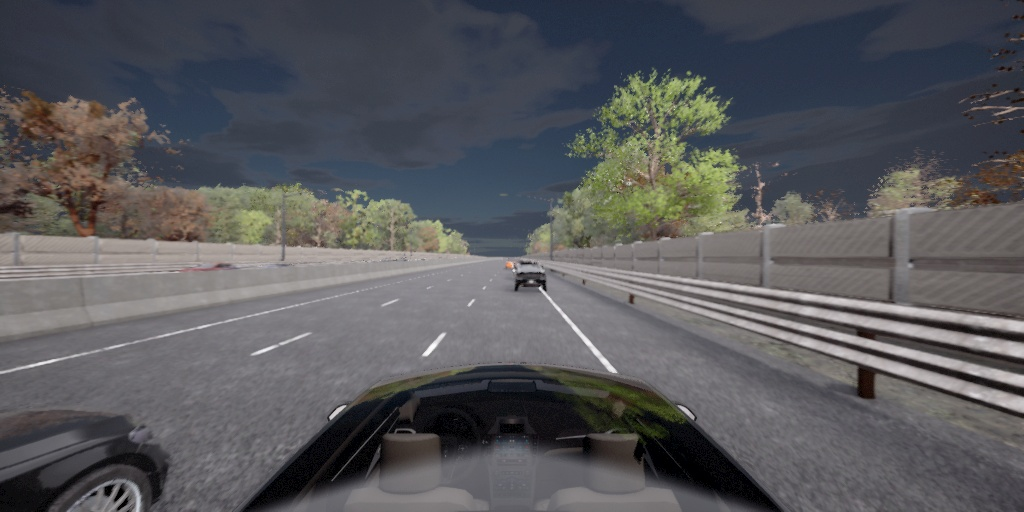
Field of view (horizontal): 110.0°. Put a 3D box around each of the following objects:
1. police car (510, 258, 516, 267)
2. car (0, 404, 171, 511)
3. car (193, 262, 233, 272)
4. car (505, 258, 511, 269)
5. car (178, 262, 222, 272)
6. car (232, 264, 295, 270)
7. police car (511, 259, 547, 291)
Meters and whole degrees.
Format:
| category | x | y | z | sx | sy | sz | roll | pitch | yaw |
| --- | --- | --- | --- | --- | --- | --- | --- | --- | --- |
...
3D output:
| category | x | y | z | sx | sy | sz | roll | pitch | yaw |
| --- | --- | --- | --- | --- | --- | --- | --- | --- | --- |
| police car | 1.057 | 1.199 | 32.171 | 1.930 | 1.638 | 5.238 | 0 | 0 | 0 |
| car | -3.401 | 1.275 | 0.616 | 1.812 | 1.442 | 4.674 | 0 | 0 | 0 |
| car | -21.073 | 1.371 | 27.336 | 1.895 | 1.301 | 4.718 | 0 | 0 | 0 |
| car | 0.024 | 1.151 | 57.890 | 2.097 | 1.767 | 4.553 | 0 | 0 | 0 |
| car | -24.566 | 1.249 | 29.424 | 1.882 | 1.535 | 5.008 | 0 | 0 | 0 |
| car | -17.579 | 1.317 | 26.754 | 2.033 | 1.411 | 5.357 | 0 | 0 | 0 |
| police car | 1.055 | 1.190 | 22.171 | 1.930 | 1.638 | 5.238 | 0 | 0 | 0 |
